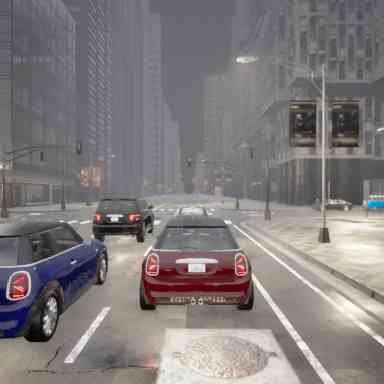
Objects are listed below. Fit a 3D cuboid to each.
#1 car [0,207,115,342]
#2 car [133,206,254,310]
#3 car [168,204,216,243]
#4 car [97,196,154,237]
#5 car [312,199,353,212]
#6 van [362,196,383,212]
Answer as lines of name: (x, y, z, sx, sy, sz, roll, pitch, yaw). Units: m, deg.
car: (-3.165, 1.352, 6.629, 2.097, 1.767, 4.553, 0, 0, 0)
car: (0.082, 1.352, 7.949, 2.097, 1.767, 4.553, 0, 0, 0)
car: (0.052, 1.491, 17.136, 2.128, 1.511, 4.902, 0, 0, 2)
car: (-3.186, 1.222, 16.341, 2.150, 2.045, 5.566, 0, 0, 0)
car: (15.793, 1.512, 37.554, 4.403, 1.369, 2.008, 0, 0, 0)
van: (21.411, 1.291, 37.542, 3.998, 1.788, 1.690, 0, 0, 0)
